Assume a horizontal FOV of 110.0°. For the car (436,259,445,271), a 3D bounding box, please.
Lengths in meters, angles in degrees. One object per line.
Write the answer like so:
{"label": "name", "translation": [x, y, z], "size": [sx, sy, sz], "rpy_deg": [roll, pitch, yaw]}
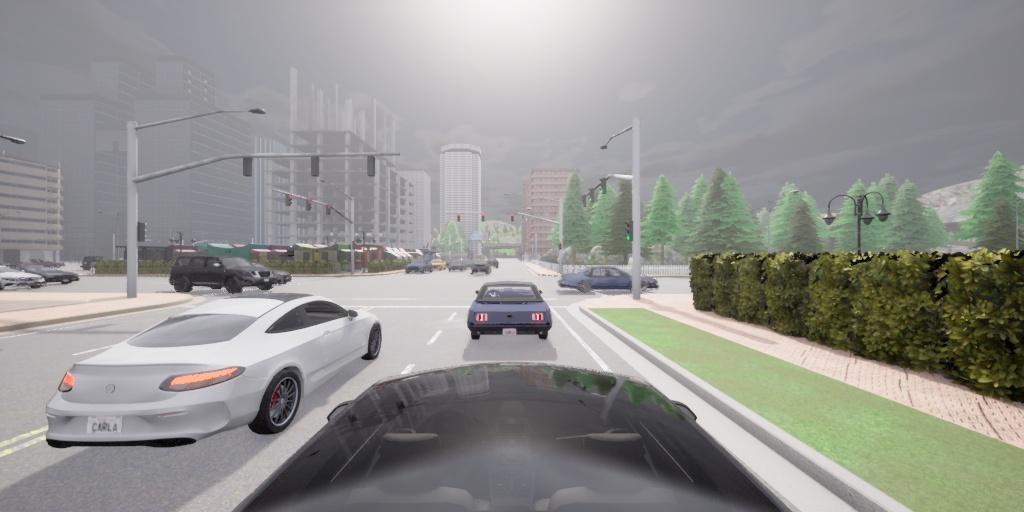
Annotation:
{"label": "car", "translation": [-10.566, 1.227, 50.524], "size": [1.882, 1.535, 5.008], "rpy_deg": [0, 0, 0]}

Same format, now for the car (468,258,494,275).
{"label": "car", "translation": [-3.386, 1.254, 39.908], "size": [1.837, 1.490, 4.892], "rpy_deg": [1, 0, 2]}

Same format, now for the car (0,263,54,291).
{"label": "car", "translation": [-30.428, 1.275, 20.985], "size": [4.674, 1.442, 1.812], "rpy_deg": [0, 0, 1]}

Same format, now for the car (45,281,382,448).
{"label": "car", "translation": [-3.505, 1.276, 5.362], "size": [1.812, 1.442, 4.674], "rpy_deg": [0, 0, -1]}

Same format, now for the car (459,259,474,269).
{"label": "car", "translation": [-7.052, 1.255, 56.011], "size": [1.837, 1.490, 4.892], "rpy_deg": [0, 0, 0]}

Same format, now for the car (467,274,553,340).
{"label": "car", "translation": [-0.089, 1.351, 9.969], "size": [1.895, 1.301, 4.718], "rpy_deg": [0, 0, -1]}

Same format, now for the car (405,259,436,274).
{"label": "car", "translation": [-10.713, 1.102, 41.561], "size": [2.097, 1.767, 4.553], "rpy_deg": [0, 0, 3]}

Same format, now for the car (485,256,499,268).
{"label": "car", "translation": [-3.350, 1.102, 61.505], "size": [2.097, 1.767, 4.553], "rpy_deg": [0, 0, 0]}

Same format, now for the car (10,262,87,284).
{"label": "car", "translation": [-33.109, 1.297, 24.542], "size": [5.357, 1.411, 2.033], "rpy_deg": [0, 0, 2]}

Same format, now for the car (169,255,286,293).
{"label": "car", "translation": [-16.028, 0.973, 19.968], "size": [5.566, 2.045, 2.150], "rpy_deg": [0, 0, 11]}

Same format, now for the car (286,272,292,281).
{"label": "car", "translation": [-17.495, 1.255, 24.120], "size": [4.892, 1.490, 1.837], "rpy_deg": [0, 0, 2]}

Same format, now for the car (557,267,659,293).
{"label": "car", "translation": [5.248, 1.297, 20.006], "size": [5.357, 1.411, 2.033], "rpy_deg": [0, 0, 2]}

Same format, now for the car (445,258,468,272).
{"label": "car", "translation": [-7.075, 1.255, 46.901], "size": [1.837, 1.490, 4.892], "rpy_deg": [0, 0, 0]}
